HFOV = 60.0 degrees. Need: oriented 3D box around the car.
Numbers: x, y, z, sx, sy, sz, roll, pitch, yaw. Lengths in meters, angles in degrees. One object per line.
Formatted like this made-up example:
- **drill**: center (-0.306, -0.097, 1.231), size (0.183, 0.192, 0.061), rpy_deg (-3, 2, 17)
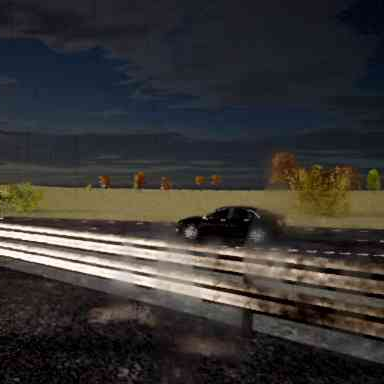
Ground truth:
- **car**: center (1.661, 1.377, 14.709), size (4.892, 1.490, 1.837), rpy_deg (0, 0, 21)
